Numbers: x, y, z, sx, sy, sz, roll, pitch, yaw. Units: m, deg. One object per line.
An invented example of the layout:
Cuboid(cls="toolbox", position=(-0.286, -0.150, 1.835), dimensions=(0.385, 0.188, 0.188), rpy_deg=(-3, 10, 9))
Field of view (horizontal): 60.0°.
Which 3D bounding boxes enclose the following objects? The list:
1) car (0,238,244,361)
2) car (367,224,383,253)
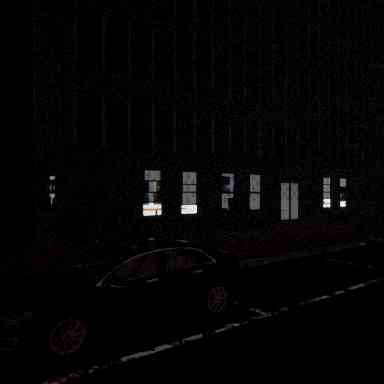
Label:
Cuboid(cls="car", position=(-1.030, 1.551, 5.825), dimensions=(4.403, 1.369, 2.008), rpy_deg=(0, 0, -36))
Cuboid(cls="car", position=(8.237, 1.582, 12.437), dimensions=(4.206, 1.307, 1.802), rpy_deg=(0, 0, -36))
